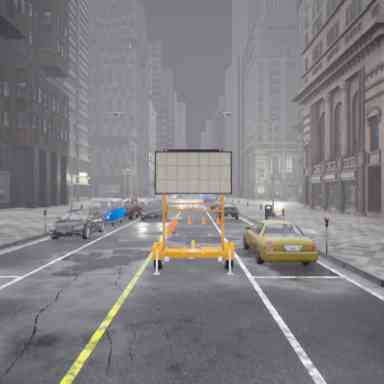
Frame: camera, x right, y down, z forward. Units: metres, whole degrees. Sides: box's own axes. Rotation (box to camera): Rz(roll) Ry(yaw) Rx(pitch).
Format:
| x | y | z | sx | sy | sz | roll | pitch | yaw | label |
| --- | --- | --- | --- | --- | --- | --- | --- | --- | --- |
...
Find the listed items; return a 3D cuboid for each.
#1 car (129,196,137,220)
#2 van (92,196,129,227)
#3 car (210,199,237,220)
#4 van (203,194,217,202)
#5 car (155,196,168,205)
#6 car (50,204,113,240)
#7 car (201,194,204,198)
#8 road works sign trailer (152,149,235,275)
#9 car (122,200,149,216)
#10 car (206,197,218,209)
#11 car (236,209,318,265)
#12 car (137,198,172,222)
| x | y | z | sx | sy | sz | roll | pitch | yaw | label |
| --- | --- | --- | --- | --- | --- | --- | --- | --- | --- |
| -5.647 | 1.311 | 28.013 | 2.192 | 1.841 | 5.009 | 0 | 0 | 0 | car |
| -5.670 | 1.338 | 22.488 | 1.690 | 1.788 | 3.998 | 0 | 0 | 0 | van |
| 2.894 | 1.547 | 27.960 | 2.008 | 1.369 | 4.403 | 0 | 0 | 0 | car |
| 2.995 | 1.335 | 50.060 | 1.690 | 1.788 | 3.998 | 0 | 0 | 0 | van |
| -5.511 | 1.539 | 61.165 | 1.887 | 1.381 | 4.507 | 0 | 0 | 0 | car |
| -5.694 | 1.548 | 16.962 | 2.008 | 1.369 | 4.403 | 0 | 0 | 0 | car |
| 3.044 | 1.539 | 61.110 | 1.887 | 1.381 | 4.507 | 0 | 0 | 0 | car |
| 0.045 | 0.463 | 10.435 | 2.380 | 3.560 | 2.880 | 0 | 0 | 0 | road works sign trailer |
| -5.625 | 1.541 | 33.538 | 1.887 | 1.381 | 4.507 | 0 | 0 | 0 | car |
| 2.944 | 1.577 | 39.010 | 1.802 | 1.307 | 4.206 | 0 | 0 | 0 | car |
| 2.820 | 1.524 | 11.556 | 1.752 | 1.417 | 4.829 | 0 | 0 | 0 | car |
| -2.885 | 1.501 | 26.566 | 1.837 | 1.490 | 4.892 | 0 | 0 | 0 | car |
